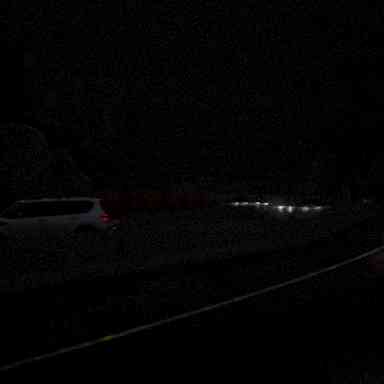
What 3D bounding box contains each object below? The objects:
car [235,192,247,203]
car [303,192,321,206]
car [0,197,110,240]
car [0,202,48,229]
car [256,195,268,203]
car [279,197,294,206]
[{"bbox_3d":[9.783,1.042,66.781,2.150,2.045,5.566,0,0,4],"label":"car"},{"bbox_3d":[17.689,1.018,49.383,2.150,2.045,5.566,0,0,15],"label":"car"},{"bbox_3d":[-5.989,1.245,12.870,5.566,2.045,2.150,0,0,-39],"label":"car"},{"bbox_3d":[-12.163,1.531,21.379,5.008,1.535,1.882,0,0,-40],"label":"car"},{"bbox_3d":[13.344,1.307,63.914,1.837,1.490,4.892,0,0,6],"label":"car"},{"bbox_3d":[13.922,1.386,49.066,1.994,1.385,4.181,0,0,16],"label":"car"}]
